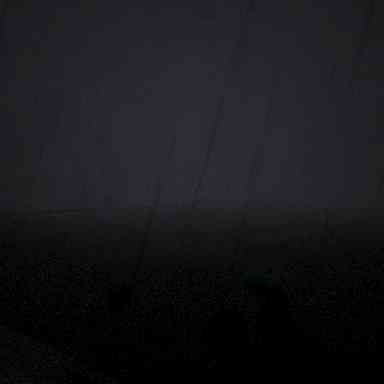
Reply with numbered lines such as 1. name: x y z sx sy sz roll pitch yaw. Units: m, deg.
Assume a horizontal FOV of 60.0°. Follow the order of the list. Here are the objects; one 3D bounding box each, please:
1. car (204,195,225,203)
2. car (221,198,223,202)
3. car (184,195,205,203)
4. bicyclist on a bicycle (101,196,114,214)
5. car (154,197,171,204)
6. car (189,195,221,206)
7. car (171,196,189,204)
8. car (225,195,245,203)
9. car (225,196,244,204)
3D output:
1. car: 4.739 1.477 69.501 1.882 1.535 5.008 0 0 35
2. car: 3.156 1.478 61.124 1.882 1.535 5.008 0 0 35
3. car: 0.646 1.477 69.755 1.882 1.535 5.008 0 0 35
4. bicyclist on a bicycle: -7.978 1.156 31.704 1.656 1.620 0.582 33 17 27
5. car: -5.036 1.564 61.624 1.994 1.385 4.181 0 0 35
6. car: 2.089 1.478 53.589 1.882 1.535 5.008 0 0 35
7. car: -1.189 1.478 61.020 1.882 1.535 5.008 0 0 35
8. car: 8.939 1.490 69.399 2.128 1.511 4.902 0 0 35
9. car: 8.057 1.601 62.204 1.895 1.301 4.718 0 0 35
